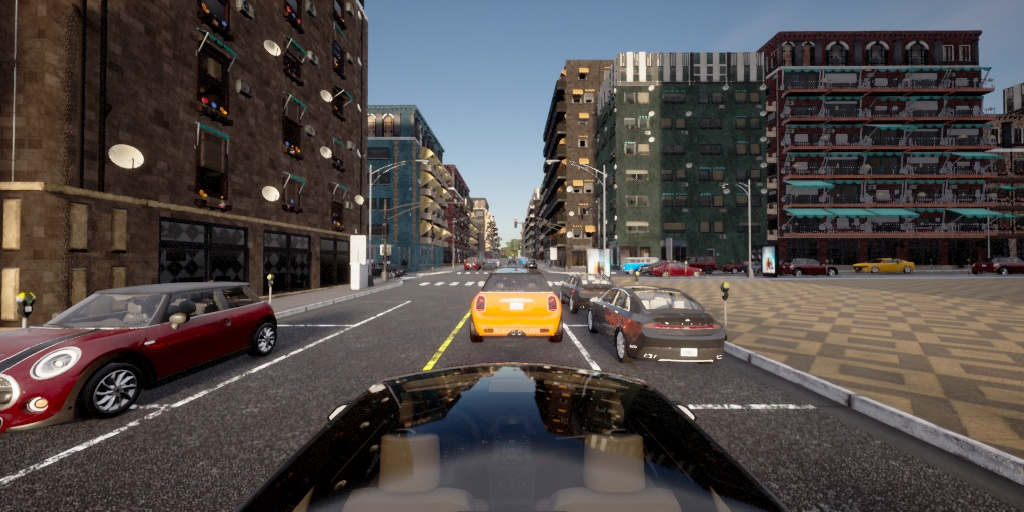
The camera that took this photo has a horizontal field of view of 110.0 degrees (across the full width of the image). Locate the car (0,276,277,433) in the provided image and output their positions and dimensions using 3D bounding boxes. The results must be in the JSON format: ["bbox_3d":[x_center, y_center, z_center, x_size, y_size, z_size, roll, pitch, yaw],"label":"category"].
[{"bbox_3d":[-5.819,1.191,5.671,1.967,1.591,4.097,0,0,0],"label":"car"}]

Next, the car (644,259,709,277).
[{"bbox_3d":[13.709,1.162,30.103,4.207,1.307,1.802,0,0,0],"label":"car"}]

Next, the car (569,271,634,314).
[{"bbox_3d":[2.821,1.304,13.476,2.007,1.370,4.403,0,0,0],"label":"car"}]

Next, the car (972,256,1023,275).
[{"bbox_3d":[41.346,0.811,29.903,4.097,1.591,1.967,0,0,0],"label":"car"}]

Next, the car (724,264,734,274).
[{"bbox_3d":[24.827,1.165,38.403,4.507,1.381,1.888,0,0,0],"label":"car"}]

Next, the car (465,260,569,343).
[{"bbox_3d":[0.098,1.104,9.886,2.097,1.767,4.553,0,0,0],"label":"car"}]

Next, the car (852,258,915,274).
[{"bbox_3d":[36.903,0.968,35.723,5.008,1.535,1.882,-1,-1,1],"label":"car"}]

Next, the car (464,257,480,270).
[{"bbox_3d":[-5.687,1.083,51.710,2.192,1.841,5.009,0,0,0],"label":"car"}]

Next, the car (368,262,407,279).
[{"bbox_3d":[-12.124,1.327,32.885,4.892,1.490,1.837,0,-1,1],"label":"car"}]

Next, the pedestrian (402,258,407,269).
[{"bbox_3d":[-12.527,1.097,41.635,0.375,1.860,0.375,0,0,0],"label":"pedestrian"}]

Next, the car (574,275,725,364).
[{"bbox_3d":[2.821,1.302,7.906,2.007,1.370,4.403,0,0,0],"label":"car"}]

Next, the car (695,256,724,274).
[{"bbox_3d":[19.299,0.977,38.443,5.009,1.841,2.192,0,0,0],"label":"car"}]

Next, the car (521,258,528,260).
[{"bbox_3d":[2.694,1.334,51.669,1.948,1.339,4.313,0,0,0],"label":"car"}]

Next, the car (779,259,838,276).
[{"bbox_3d":[24.765,0.935,30.023,4.097,1.591,1.967,0,0,0],"label":"car"}]

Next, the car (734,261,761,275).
[{"bbox_3d":[25.726,1.122,35.813,5.357,1.411,2.033,0,-1,1],"label":"car"}]

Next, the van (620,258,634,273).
[{"bbox_3d":[13.772,1.046,38.483,3.998,1.789,1.690,0,0,0],"label":"van"}]

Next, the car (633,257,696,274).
[{"bbox_3d":[15.203,1.147,35.893,4.902,1.511,2.128,0,-1,0],"label":"car"}]
